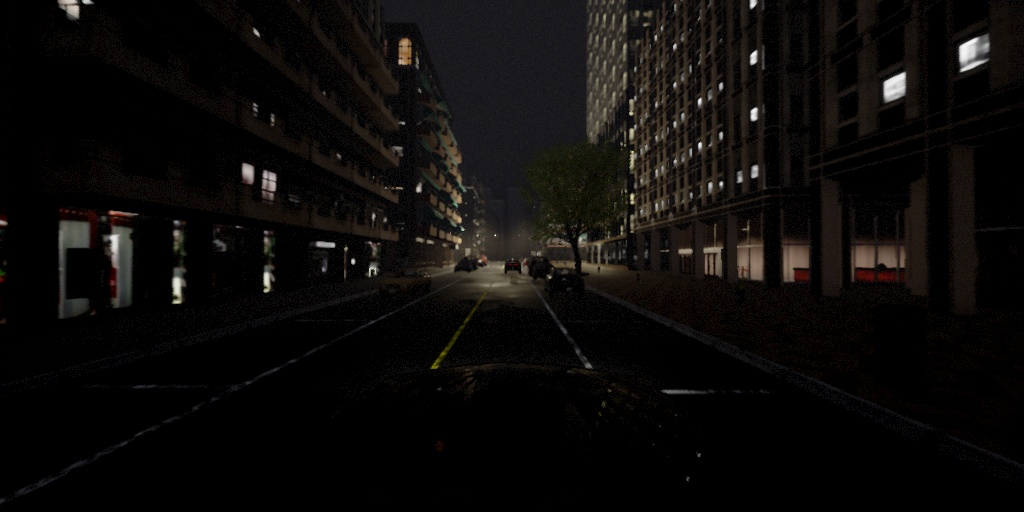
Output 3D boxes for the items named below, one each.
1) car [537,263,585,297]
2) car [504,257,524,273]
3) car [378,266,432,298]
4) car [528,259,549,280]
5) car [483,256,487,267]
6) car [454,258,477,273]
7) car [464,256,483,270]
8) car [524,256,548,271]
[{"bbox_3d":[2.563,1.239,18.284,2.007,1.370,4.403,0,0,0],"label":"car"},{"bbox_3d":[0.093,1.102,40.240,2.128,1.511,4.902,0,0,0],"label":"car"},{"bbox_3d":[-5.284,1.213,18.206,1.751,1.417,4.829,0,0,0],"label":"car"},{"bbox_3d":[2.563,1.193,29.587,1.888,1.381,4.507,0,0,0],"label":"car"},{"bbox_3d":[-5.460,1.119,57.901,1.948,1.339,4.313,0,0,0],"label":"car"},{"bbox_3d":[-5.458,1.174,40.962,1.948,1.339,4.313,0,0,0],"label":"car"},{"bbox_3d":[-5.459,0.904,46.608,2.192,1.841,5.009,0,0,0],"label":"car"},{"bbox_3d":[2.596,0.942,35.239,2.192,1.841,5.009,0,0,0],"label":"car"}]
